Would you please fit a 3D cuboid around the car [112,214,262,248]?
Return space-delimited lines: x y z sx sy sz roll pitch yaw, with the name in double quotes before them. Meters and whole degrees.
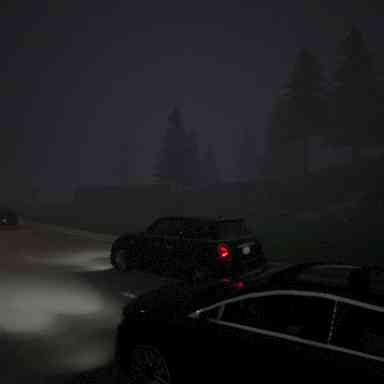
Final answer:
"car" -0.284 1.409 9.232 4.553 1.767 2.097 -1 -1 42

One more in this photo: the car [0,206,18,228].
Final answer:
"car" -13.681 1.691 23.106 1.882 1.535 5.008 0 0 -43

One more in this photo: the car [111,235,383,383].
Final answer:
"car" 1.261 1.505 3.316 4.902 1.511 2.128 -1 0 38
